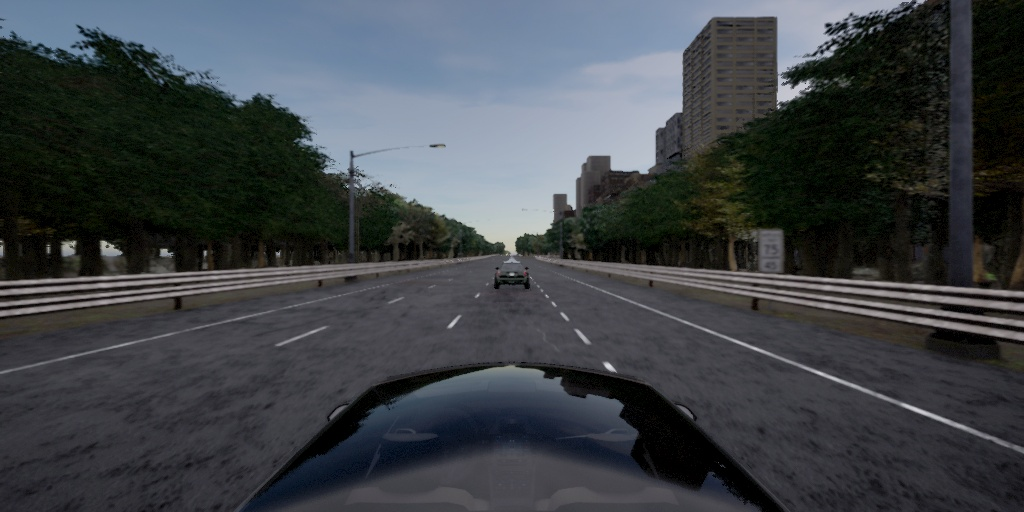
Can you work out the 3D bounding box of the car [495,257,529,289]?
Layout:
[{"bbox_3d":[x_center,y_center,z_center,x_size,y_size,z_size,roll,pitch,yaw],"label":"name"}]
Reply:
[{"bbox_3d":[-0.003,1.121,23.535,2.097,1.767,4.553,0,0,0],"label":"car"}]
